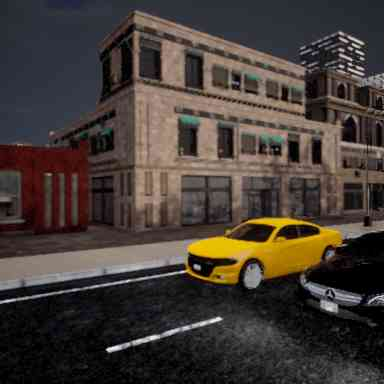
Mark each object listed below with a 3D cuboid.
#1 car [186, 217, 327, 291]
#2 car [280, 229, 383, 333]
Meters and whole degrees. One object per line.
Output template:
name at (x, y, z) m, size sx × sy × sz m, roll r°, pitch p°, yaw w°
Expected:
car at (2.158, 1.486, 9.219) m, size 5.008 × 1.535 × 1.882 m, roll 0°, pitch 0°, yaw -35°
car at (4.044, 1.534, 6.572) m, size 4.674 × 1.442 × 1.812 m, roll 0°, pitch 0°, yaw -36°
